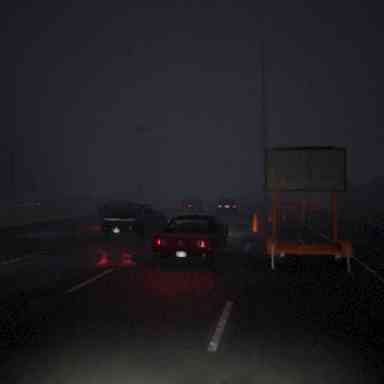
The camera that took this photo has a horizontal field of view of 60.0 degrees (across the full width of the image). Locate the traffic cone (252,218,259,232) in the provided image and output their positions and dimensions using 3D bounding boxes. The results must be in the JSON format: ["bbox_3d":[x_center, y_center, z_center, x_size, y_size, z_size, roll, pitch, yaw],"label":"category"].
[{"bbox_3d":[3.363,1.800,17.676,0.340,0.580,0.340,0,1,11],"label":"traffic cone"}]

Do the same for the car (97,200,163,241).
[{"bbox_3d":[-2.588,1.337,15.920,2.128,1.511,4.902,0,1,11],"label":"car"}]

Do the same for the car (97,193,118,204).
[{"bbox_3d":[-13.285,0.973,52.457,2.128,1.511,4.902,0,1,0],"label":"car"}]

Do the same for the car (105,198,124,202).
[{"bbox_3d":[-4.868,1.250,23.168,1.882,1.535,5.008,0,1,9],"label":"car"}]

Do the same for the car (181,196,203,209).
[{"bbox_3d":[0.051,1.162,34.132,1.882,1.535,5.008,0,1,6],"label":"car"}]

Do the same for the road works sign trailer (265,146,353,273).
[{"bbox_3d":[3.521,0.375,10.508,2.380,3.560,2.880,0,1,11],"label":"road works sign trailer"}]

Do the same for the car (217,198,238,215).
[{"bbox_3d":[3.251,1.271,30.784,2.033,1.411,5.357,0,1,6],"label":"car"}]

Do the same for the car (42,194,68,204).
[{"bbox_3d":[-20.312,0.998,49.480,1.837,1.490,4.892,0,0,1],"label":"car"}]

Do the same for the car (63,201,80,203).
[{"bbox_3d":[-16.830,0.987,48.481,1.882,1.535,5.008,0,0,1],"label":"car"}]

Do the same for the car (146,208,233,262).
[{"bbox_3d":[0.169,1.491,11.816,1.895,1.301,4.718,0,1,12],"label":"car"}]

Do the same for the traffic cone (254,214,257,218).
[{"bbox_3d":[3.736,1.783,19.641,0.340,0.580,0.340,0,1,11],"label":"traffic cone"}]
